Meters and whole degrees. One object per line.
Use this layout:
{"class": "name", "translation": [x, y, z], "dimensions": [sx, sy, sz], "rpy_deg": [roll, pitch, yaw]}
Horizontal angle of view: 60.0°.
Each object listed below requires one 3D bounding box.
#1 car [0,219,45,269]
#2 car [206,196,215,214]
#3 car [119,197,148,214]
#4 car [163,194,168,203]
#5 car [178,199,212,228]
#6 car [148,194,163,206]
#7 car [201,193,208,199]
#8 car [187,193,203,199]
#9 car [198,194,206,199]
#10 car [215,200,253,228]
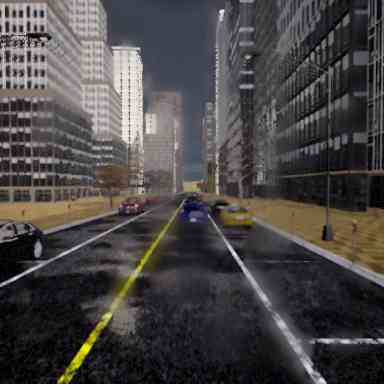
{"class": "car", "translation": [-5.713, 1.497, 9.354], "dimensions": [2.008, 1.369, 4.403], "rpy_deg": [-1, 0, 0]}
{"class": "car", "translation": [2.635, 1.374, 31.865], "dimensions": [1.947, 1.339, 4.313], "rpy_deg": [-1, 0, 0]}
{"class": "car", "translation": [-5.748, 1.254, 31.853], "dimensions": [1.967, 1.590, 4.097], "rpy_deg": [-1, 0, 0]}
{"class": "car", "translation": [-5.787, 1.242, 59.977], "dimensions": [1.802, 1.307, 4.206], "rpy_deg": [-1, 0, 0]}
{"class": "car", "translation": [0.071, 1.397, 21.144], "dimensions": [1.812, 1.442, 4.674], "rpy_deg": [0, 0, 0]}
{"class": "car", "translation": [-5.771, 1.265, 48.728], "dimensions": [1.887, 1.381, 4.507], "rpy_deg": [-1, 0, 0]}
{"class": "car", "translation": [2.592, 1.179, 60.159], "dimensions": [1.752, 1.417, 4.829], "rpy_deg": [-1, 0, 0]}
{"class": "car", "translation": [0.041, 1.255, 42.451], "dimensions": [1.837, 1.490, 4.892], "rpy_deg": [0, 0, 0]}
{"class": "car", "translation": [2.561, 1.121, 82.490], "dimensions": [1.802, 1.307, 4.206], "rpy_deg": [-1, 0, 0]}
{"class": "car", "translation": [2.650, 1.398, 20.787], "dimensions": [1.752, 1.417, 4.829], "rpy_deg": [-1, 0, 0]}
